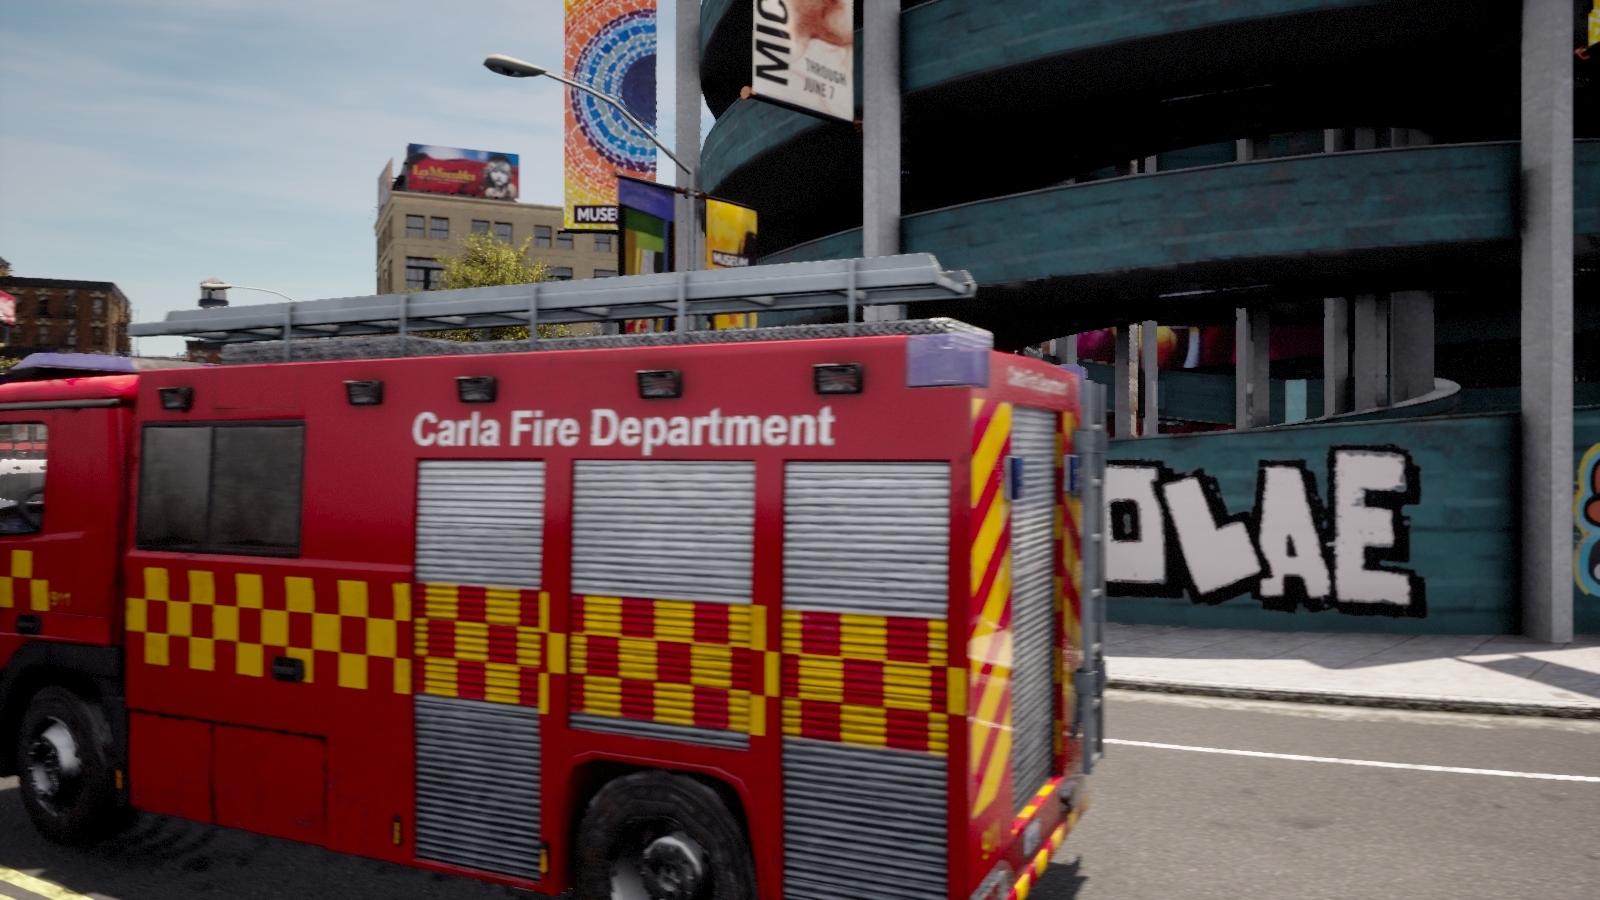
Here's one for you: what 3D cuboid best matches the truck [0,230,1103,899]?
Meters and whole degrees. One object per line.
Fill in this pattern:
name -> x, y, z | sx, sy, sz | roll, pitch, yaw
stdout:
truck -> -2.344, 0.897, 8.419 | 8.468, 3.827, 2.891 | 0, 0, 25

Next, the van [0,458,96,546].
van -> -24.112, 1.557, 36.591 | 1.988, 2.561, 5.915 | 0, 0, -25
